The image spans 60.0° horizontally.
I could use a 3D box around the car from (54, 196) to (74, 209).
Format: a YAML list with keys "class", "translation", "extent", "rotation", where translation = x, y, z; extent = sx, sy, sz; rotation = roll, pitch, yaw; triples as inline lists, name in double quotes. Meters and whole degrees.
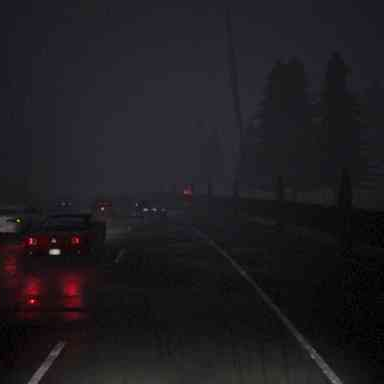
- class: "car"
  translation: [-12.988, 1.144, 33.740]
  extent: [2.033, 1.411, 5.357]
  rotation: [0, 1, -20]

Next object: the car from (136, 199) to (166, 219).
- class: "car"
  translation: [-3.160, 1.232, 25.182]
  extent: [2.033, 1.411, 5.357]
  rotation: [0, 1, -14]

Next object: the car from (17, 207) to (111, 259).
- class: "car"
  translation: [-4.313, 1.454, 12.067]
  extent: [1.895, 1.301, 4.718]
  rotation: [0, 1, -7]

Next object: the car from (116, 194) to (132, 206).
- class: "car"
  translation: [-8.927, 0.958, 42.263]
  extent: [1.882, 1.535, 5.008]
  rotation: [0, 1, -23]

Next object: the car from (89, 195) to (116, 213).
- class: "car"
  translation: [-8.248, 1.135, 30.326]
  extent: [1.837, 1.490, 4.892]
  rotation: [0, 1, -17]

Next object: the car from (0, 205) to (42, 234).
- class: "car"
  translation: [-8.449, 1.337, 16.059]
  extent: [1.812, 1.442, 4.674]
  rotation: [0, 1, -9]
